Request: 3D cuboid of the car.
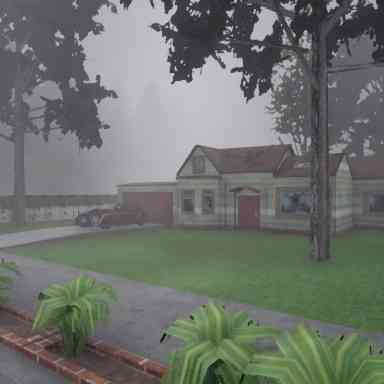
[{"bbox_3d":[-4.458,1.300,18.838,1.994,1.381,4.181,0,0,36],"label":"car"}]
